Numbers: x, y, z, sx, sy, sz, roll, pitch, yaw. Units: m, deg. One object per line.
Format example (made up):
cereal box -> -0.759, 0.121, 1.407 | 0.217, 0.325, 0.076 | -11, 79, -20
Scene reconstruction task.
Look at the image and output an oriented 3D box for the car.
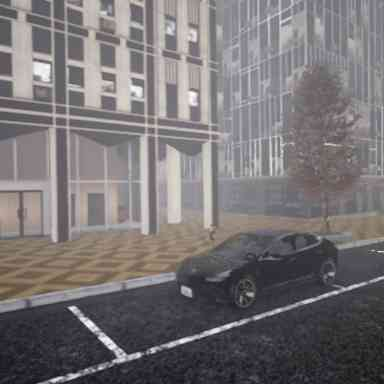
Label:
car -> 1.668, 1.553, 7.723 | 4.313, 1.339, 1.947 | 0, -1, -36
